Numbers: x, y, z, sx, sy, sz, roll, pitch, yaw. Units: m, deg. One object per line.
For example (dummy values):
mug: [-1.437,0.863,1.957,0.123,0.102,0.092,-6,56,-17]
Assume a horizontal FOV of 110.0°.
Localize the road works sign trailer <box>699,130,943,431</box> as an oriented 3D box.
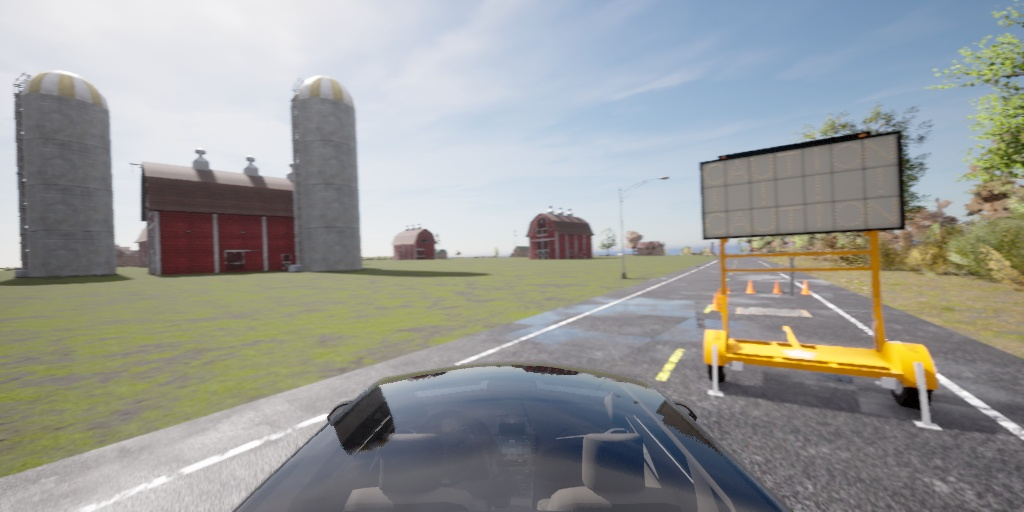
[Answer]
road works sign trailer: [4.415,0.085,5.581,2.380,3.560,2.880,0,0,33]
